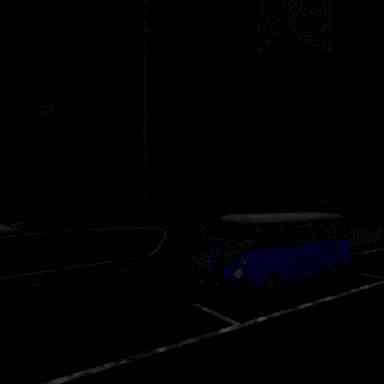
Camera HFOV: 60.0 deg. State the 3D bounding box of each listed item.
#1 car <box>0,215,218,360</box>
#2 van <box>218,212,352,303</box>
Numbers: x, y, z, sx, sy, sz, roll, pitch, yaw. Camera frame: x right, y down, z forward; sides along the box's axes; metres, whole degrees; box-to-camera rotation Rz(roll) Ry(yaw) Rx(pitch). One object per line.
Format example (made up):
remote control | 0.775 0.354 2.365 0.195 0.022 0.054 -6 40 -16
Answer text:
car | -2.287 1.323 4.903 5.009 1.841 2.192 1 -1 -35
van | 2.191 1.403 8.098 3.998 1.788 1.690 1 -1 -36
